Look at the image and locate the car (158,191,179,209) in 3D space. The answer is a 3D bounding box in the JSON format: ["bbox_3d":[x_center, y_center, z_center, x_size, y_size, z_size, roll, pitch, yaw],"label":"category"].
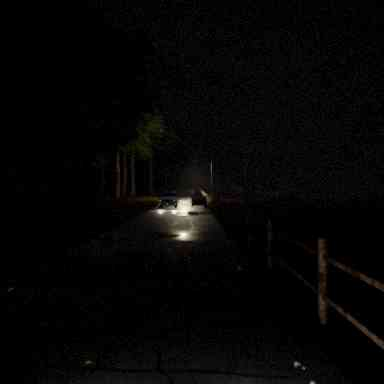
[{"bbox_3d":[-2.823,0.905,40.487,2.150,2.045,5.566,0,1,0],"label":"car"}]

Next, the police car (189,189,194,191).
[{"bbox_3d":[0.853,0.715,59.187,1.930,1.638,5.238,0,1,0],"label":"police car"}]

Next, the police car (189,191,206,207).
[{"bbox_3d":[0.845,1.065,43.187,1.930,1.638,5.238,0,1,0],"label":"police car"}]
